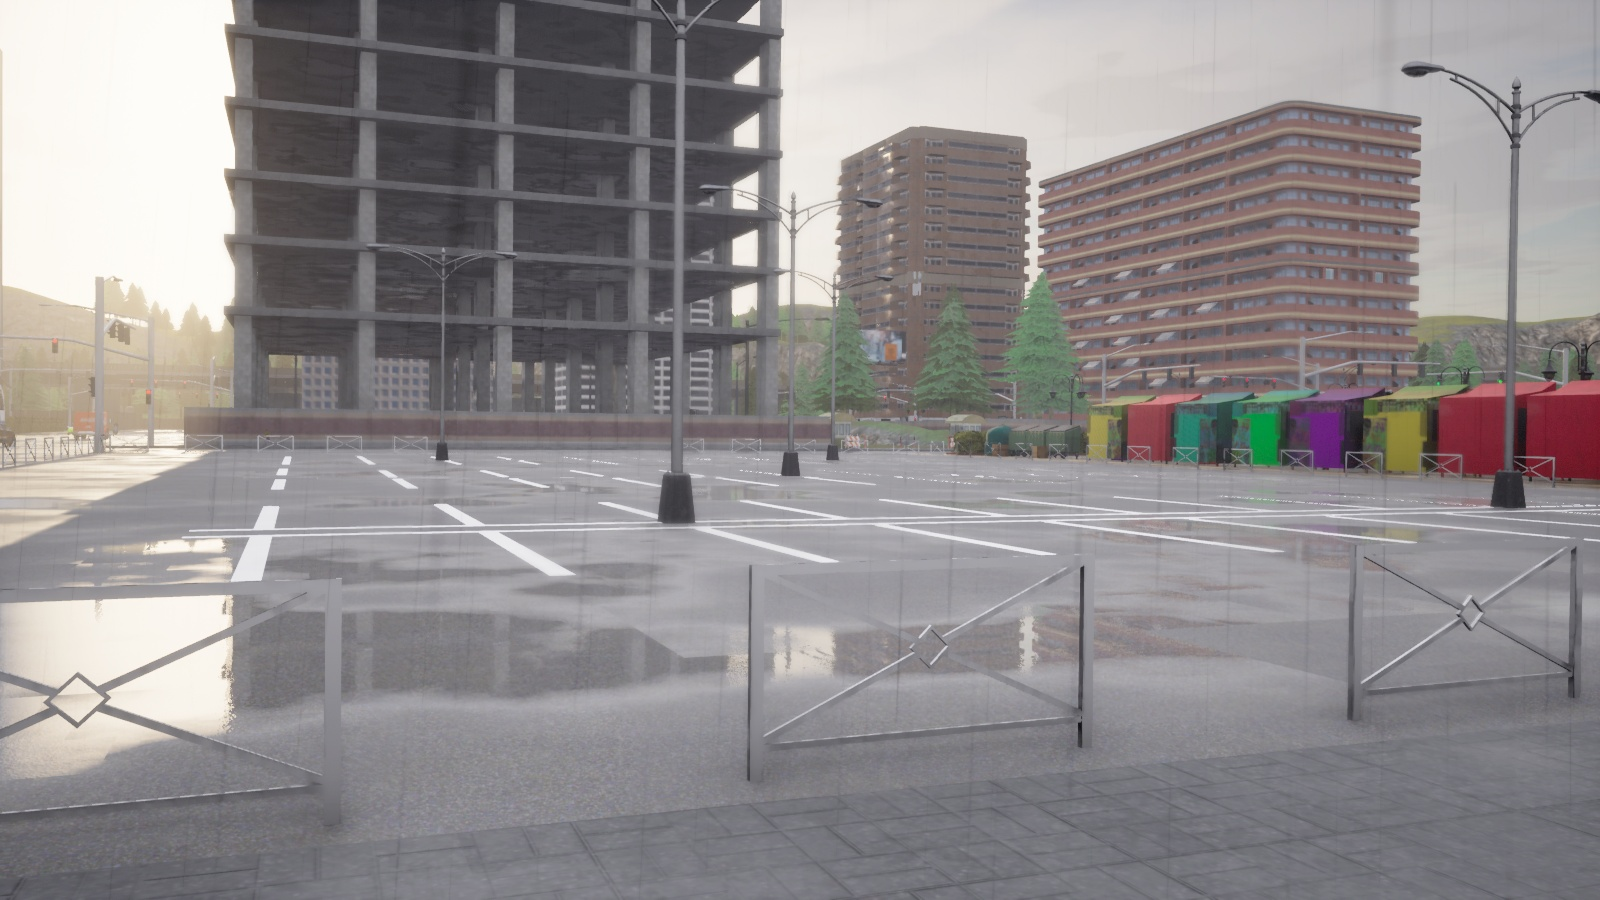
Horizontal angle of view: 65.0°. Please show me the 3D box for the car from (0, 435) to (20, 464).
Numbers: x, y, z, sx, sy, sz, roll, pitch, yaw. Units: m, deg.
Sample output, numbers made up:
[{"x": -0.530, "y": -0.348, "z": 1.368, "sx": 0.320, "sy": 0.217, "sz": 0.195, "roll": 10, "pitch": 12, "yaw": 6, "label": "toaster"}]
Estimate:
[{"x": -47.634, "y": -0.037, "z": 73.462, "sx": 2.242, "sy": 1.667, "sz": 4.611, "roll": -1, "pitch": 1, "yaw": -17, "label": "car"}]

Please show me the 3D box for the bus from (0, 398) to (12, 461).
[{"x": -54.720, "y": -1.317, "z": 81.763, "sx": 3.944, "sy": 4.253, "sz": 10.273, "roll": -1, "pitch": 1, "yaw": -22, "label": "bus"}]
